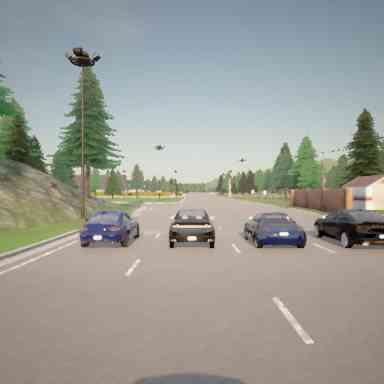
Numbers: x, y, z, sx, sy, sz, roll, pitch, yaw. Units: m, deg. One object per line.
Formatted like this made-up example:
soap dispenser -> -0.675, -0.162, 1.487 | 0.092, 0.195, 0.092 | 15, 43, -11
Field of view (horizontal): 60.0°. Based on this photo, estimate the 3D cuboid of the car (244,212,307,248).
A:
car -> 3.500, 1.570, 14.653 | 1.994, 1.385, 4.181 | 0, 0, 0

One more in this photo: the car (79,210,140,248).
car -> -3.500, 1.530, 14.653 | 1.812, 1.442, 4.674 | 0, 0, 0

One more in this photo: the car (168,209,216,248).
car -> 0.000, 1.492, 14.653 | 2.128, 1.511, 4.902 | 0, 0, 0

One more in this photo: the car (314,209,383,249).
car -> 7.000, 1.482, 14.653 | 1.882, 1.535, 5.008 | 0, 0, 0
